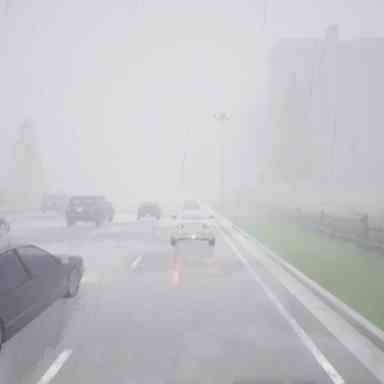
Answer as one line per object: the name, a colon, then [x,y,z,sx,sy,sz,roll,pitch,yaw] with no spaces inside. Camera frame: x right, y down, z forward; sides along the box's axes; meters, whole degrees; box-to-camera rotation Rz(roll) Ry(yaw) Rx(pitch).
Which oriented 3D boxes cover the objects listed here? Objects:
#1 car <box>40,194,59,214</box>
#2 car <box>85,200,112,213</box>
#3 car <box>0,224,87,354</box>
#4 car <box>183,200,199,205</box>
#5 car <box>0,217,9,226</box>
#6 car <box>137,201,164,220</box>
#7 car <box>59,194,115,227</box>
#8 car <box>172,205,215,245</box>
car: [-14.084,1.268,35.417,2.150,2.045,5.566,0,0,0]
car: [-10.599,1.612,38.069,1.994,1.385,4.181,0,0,0]
car: [-3.412,1.555,5.469,2.033,1.411,5.357,0,0,0]
car: [-0.099,1.611,38.749,1.994,1.385,4.181,0,0,0]
car: [-10.462,1.525,15.495,1.837,1.490,4.892,0,0,0]
car: [-3.542,1.542,28.664,1.837,1.490,4.892,0,0,0]
car: [-7.013,1.251,23.344,2.150,2.045,5.566,0,0,0]
car: [0.039,1.545,15.554,1.812,1.442,4.674,0,0,0]
